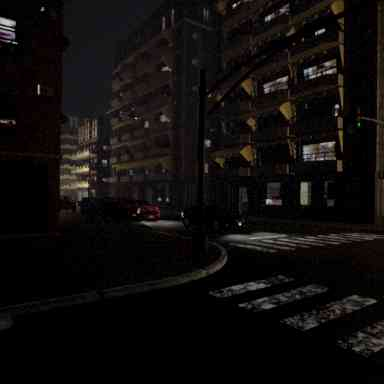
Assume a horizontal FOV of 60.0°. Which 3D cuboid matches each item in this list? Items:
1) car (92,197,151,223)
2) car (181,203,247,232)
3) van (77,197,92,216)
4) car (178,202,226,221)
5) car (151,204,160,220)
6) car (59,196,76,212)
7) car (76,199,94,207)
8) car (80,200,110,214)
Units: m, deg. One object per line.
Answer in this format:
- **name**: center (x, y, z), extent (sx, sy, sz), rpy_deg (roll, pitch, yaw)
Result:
- **car**: center (-5.521, 1.310, 25.459), extent (2.192, 1.841, 5.009), rpy_deg (1, -1, -35)
- **car**: center (1.214, 1.527, 20.273), extent (1.837, 1.490, 4.892), rpy_deg (1, -1, -36)
- **van**: center (-8.745, 1.355, 30.008), extent (1.690, 1.788, 3.998), rpy_deg (1, -1, -35)
- **car**: center (0.806, 1.686, 30.151), extent (1.752, 1.417, 4.829), rpy_deg (1, -1, -35)
- **car**: center (-4.519, 1.405, 28.315), extent (2.097, 1.767, 4.553), rpy_deg (1, -1, -35)
- **car**: center (-15.190, 1.369, 39.108), extent (2.192, 1.841, 5.009), rpy_deg (1, -1, -35)
- **car**: center (-18.434, 1.868, 57.309), extent (1.802, 1.307, 4.206), rpy_deg (1, -1, -35)
- **car**: center (-10.941, 1.655, 37.375), extent (1.994, 1.385, 4.181), rpy_deg (1, -1, -36)
